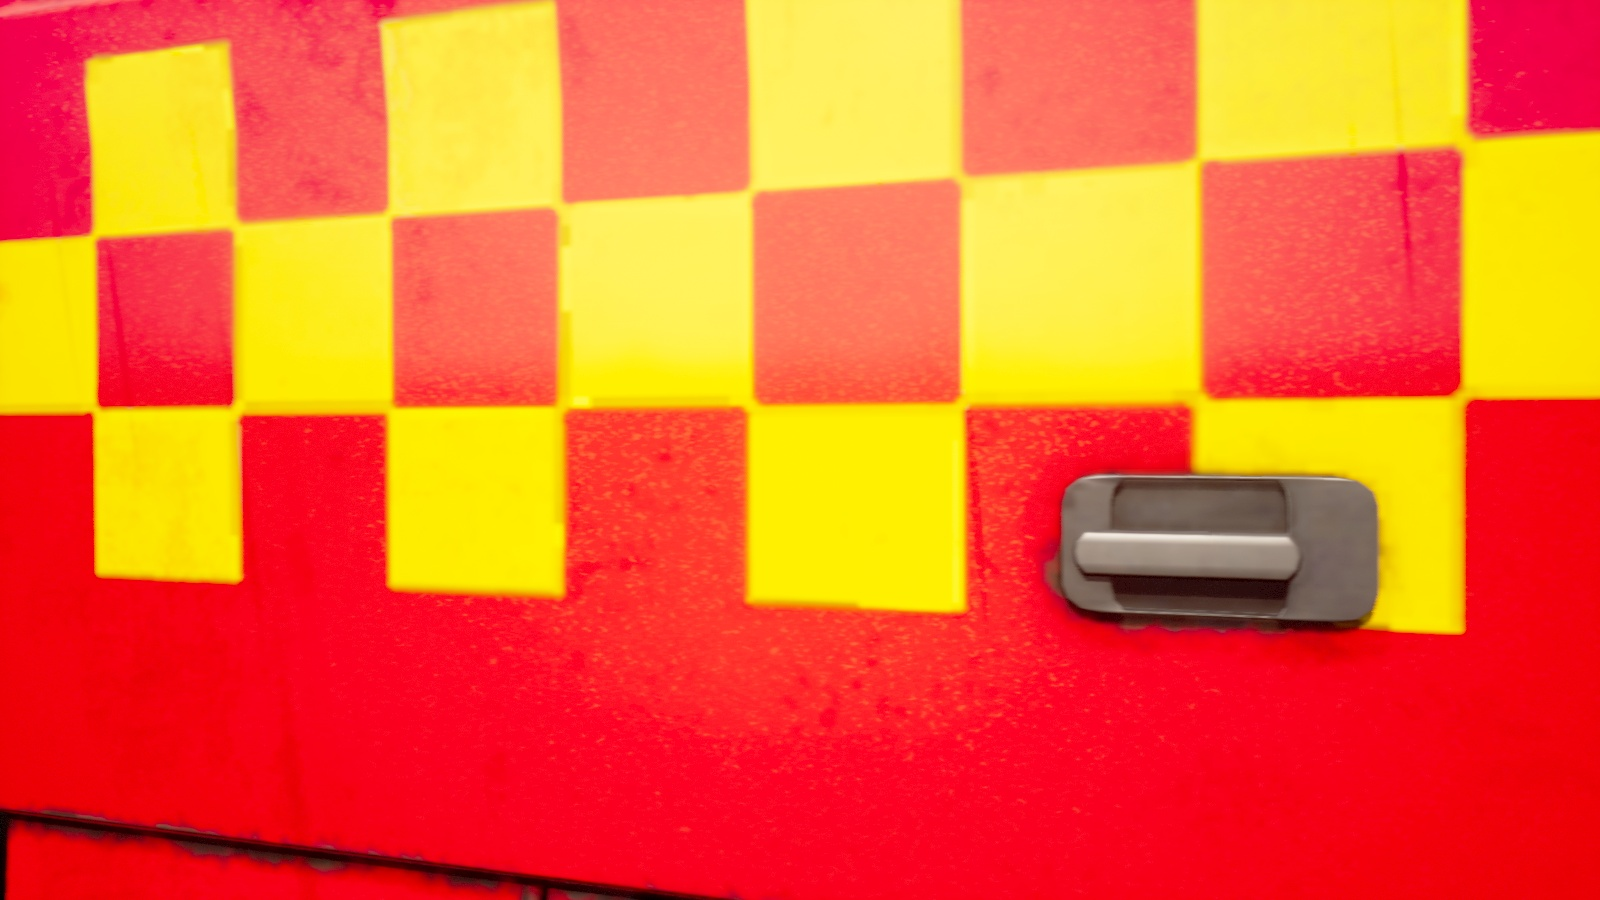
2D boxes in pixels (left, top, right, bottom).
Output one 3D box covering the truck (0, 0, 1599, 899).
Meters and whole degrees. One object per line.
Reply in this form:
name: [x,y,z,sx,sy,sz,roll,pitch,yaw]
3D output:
truck: [0.621,-0.380,2.545,8.468,3.827,2.891,1,1,19]
